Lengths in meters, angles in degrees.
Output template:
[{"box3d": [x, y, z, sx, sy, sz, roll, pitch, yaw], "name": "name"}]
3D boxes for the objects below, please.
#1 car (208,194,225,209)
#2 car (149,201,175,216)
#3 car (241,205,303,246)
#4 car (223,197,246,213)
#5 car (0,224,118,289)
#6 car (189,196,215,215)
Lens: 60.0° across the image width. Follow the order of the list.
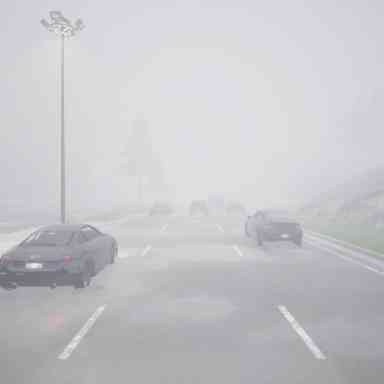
[{"box3d": [3.402, 1.221, 44.452, 2.150, 2.045, 5.566, 0, 0, 16], "name": "car"}, {"box3d": [-2.887, 1.563, 32.735, 1.994, 1.385, 4.181, 0, 0, 6], "name": "car"}, {"box3d": [3.599, 1.525, 15.165, 1.812, 1.442, 4.674, 0, 0, 0], "name": "car"}, {"box3d": [4.884, 1.526, 36.559, 1.812, 1.442, 4.674, 0, 0, 13], "name": "car"}, {"box3d": [-3.401, 1.564, 9.184, 1.994, 1.385, 4.181, 0, 0, 0], "name": "car"}, {"box3d": [0.921, 1.505, 34.278, 1.837, 1.490, 4.892, 0, 0, 9], "name": "car"}]
